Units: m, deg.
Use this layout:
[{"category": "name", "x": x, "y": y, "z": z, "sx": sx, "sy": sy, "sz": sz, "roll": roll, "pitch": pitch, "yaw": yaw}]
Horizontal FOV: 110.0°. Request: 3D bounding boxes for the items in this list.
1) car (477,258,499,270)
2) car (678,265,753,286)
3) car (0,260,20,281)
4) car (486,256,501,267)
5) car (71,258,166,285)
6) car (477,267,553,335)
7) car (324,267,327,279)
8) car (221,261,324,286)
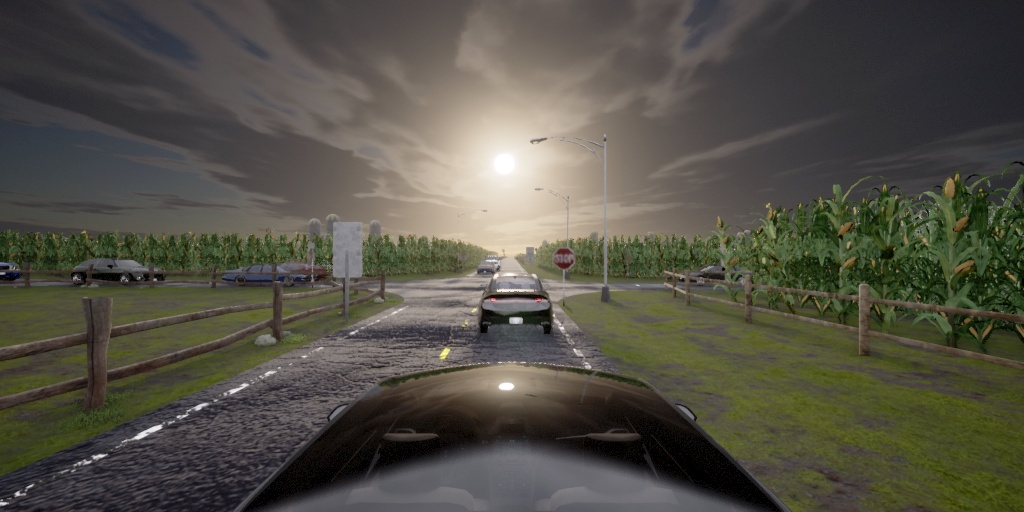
[{"category": "car", "x": -2.878, "y": 1.291, "z": 40.830, "sx": 2.033, "sy": 1.411, "sz": 5.357, "roll": 0, "pitch": 0, "yaw": 0}, {"category": "car", "x": 14.651, "y": 1.376, "z": 25.929, "sx": 4.892, "sy": 1.490, "sz": 1.837, "roll": 0, "pitch": -1, "yaw": 0}, {"category": "car", "x": -35.981, "y": 0.767, "z": 23.448, "sx": 5.566, "sy": 2.045, "sz": 2.150, "roll": 0, "pitch": -1, "yaw": 1}, {"category": "car", "x": -2.873, "y": 0.961, "z": 51.091, "sx": 2.150, "sy": 2.045, "sz": 5.566, "roll": 0, "pitch": 0, "yaw": 1}, {"category": "car", "x": -25.483, "y": 0.951, "z": 23.346, "sx": 4.553, "sy": 1.767, "sz": 2.097, "roll": 0, "pitch": -1, "yaw": 1}, {"category": "car", "x": 0.091, "y": 1.244, "z": 10.536, "sx": 2.128, "sy": 1.511, "sz": 4.902, "roll": 0, "pitch": 0, "yaw": 0}, {"category": "car", "x": -16.235, "y": 1.156, "z": 26.208, "sx": 5.008, "sy": 1.535, "sz": 1.882, "roll": 0, "pitch": -1, "yaw": 1}, {"category": "car", "x": -15.618, "y": 1.200, "z": 23.281, "sx": 5.357, "sy": 1.411, "sz": 2.033, "roll": 0, "pitch": -1, "yaw": -1}]
